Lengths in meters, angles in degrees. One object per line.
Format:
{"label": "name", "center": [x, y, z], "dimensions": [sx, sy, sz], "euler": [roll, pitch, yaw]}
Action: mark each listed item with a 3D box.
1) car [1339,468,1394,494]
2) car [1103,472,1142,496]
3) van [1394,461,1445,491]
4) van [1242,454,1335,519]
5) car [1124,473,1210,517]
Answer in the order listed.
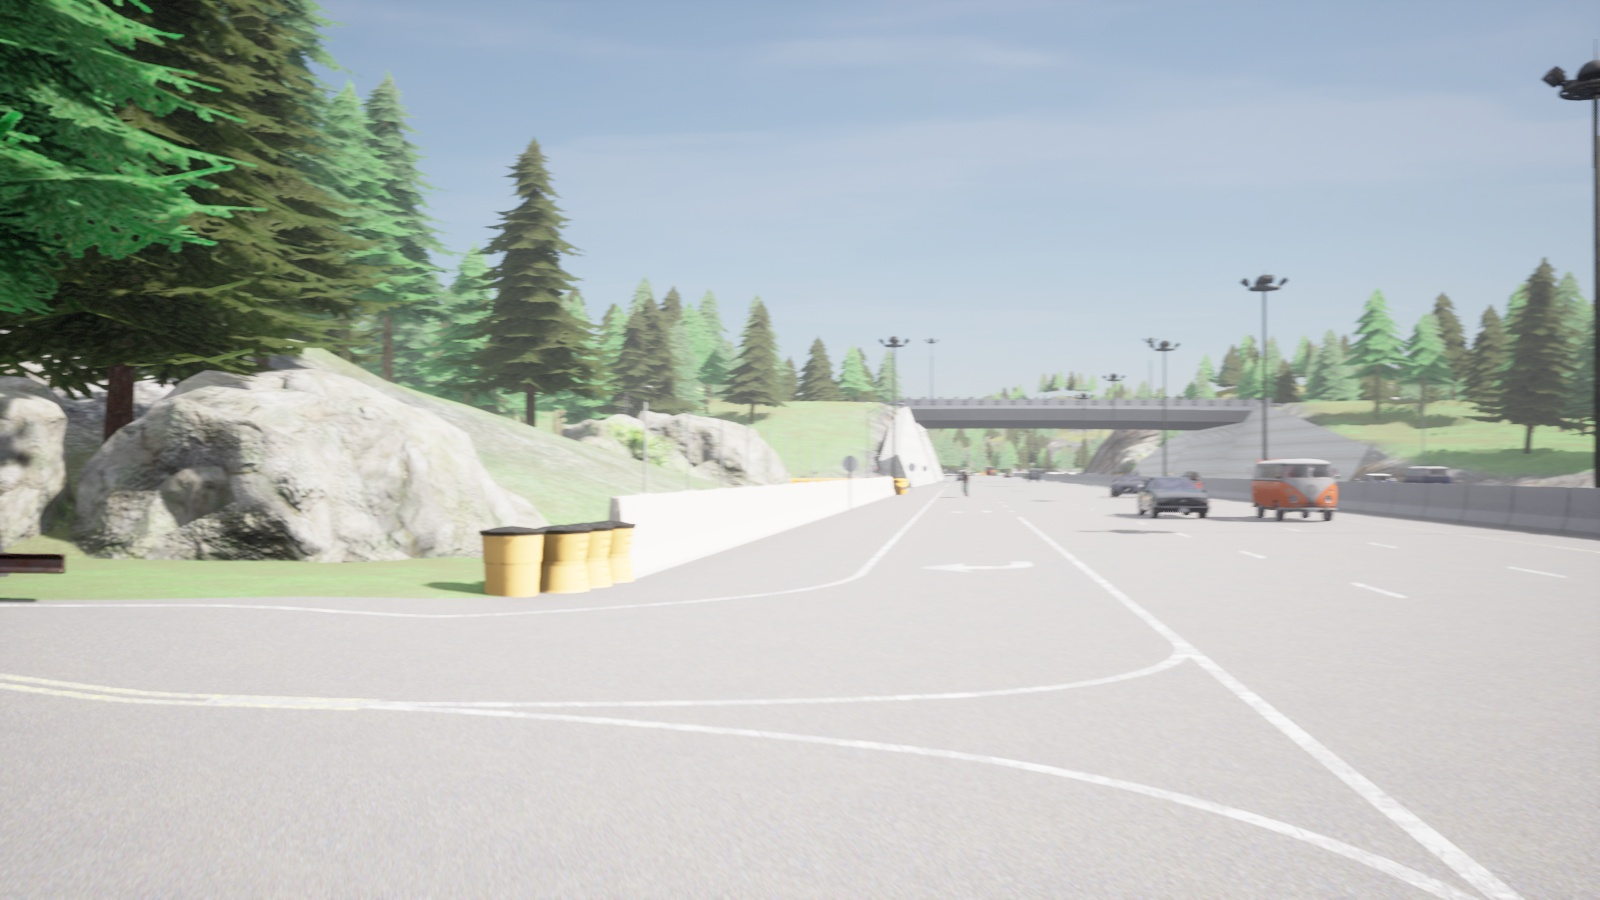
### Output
{"label": "car", "center": [34.331, 1.868, 76.229], "dimensions": [1.970, 1.475, 3.806], "euler": [0, -1, 7]}
{"label": "car", "center": [19.635, 2.052, 76.339], "dimensions": [1.994, 1.385, 4.181], "euler": [-1, -1, 19]}
{"label": "van", "center": [42.663, 1.783, 86.615], "dimensions": [1.775, 1.987, 4.442], "euler": [0, -1, 7]}
{"label": "van", "center": [15.873, 1.167, 41.016], "dimensions": [1.775, 1.987, 4.442], "euler": [0, -1, 7]}
{"label": "car", "center": [12.694, 1.527, 43.804], "dimensions": [2.033, 1.411, 5.357], "euler": [0, -1, 7]}
